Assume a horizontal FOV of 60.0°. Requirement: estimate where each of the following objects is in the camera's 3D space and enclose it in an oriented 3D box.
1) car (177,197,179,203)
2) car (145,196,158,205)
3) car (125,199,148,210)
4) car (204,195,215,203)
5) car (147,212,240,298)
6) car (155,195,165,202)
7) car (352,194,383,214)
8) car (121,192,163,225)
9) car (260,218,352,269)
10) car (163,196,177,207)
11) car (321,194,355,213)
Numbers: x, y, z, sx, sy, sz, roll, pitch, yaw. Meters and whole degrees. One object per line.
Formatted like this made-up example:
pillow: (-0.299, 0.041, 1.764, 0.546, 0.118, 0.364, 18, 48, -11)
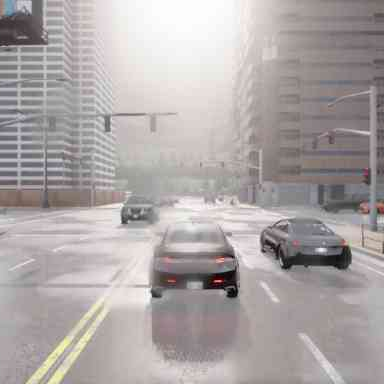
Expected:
car: (-3.630, 1.492, 66.476, 2.128, 1.511, 4.902, 0, 0, 1)
car: (-7.167, 1.526, 59.302, 1.812, 1.442, 4.674, 0, 0, 0)
car: (-7.398, 1.601, 44.749, 1.895, 1.301, 4.718, 0, 0, 5)
car: (3.501, 1.352, 67.012, 2.097, 1.767, 4.553, 0, 0, 0)
car: (0.052, 1.492, 8.497, 2.128, 1.511, 4.902, 0, 0, 0)
car: (-7.112, 1.513, 74.687, 1.812, 1.442, 4.674, 0, 0, 0)
car: (18.968, 1.352, 33.036, 4.553, 1.767, 2.097, 0, 0, 0)
car: (-3.637, 1.221, 24.188, 2.150, 2.045, 5.566, 0, 0, 0)
car: (3.563, 1.564, 11.149, 1.994, 1.385, 4.181, 0, 0, 0)
car: (-3.671, 1.601, 49.582, 1.895, 1.301, 4.718, 0, 0, 0)
car: (17.143, 1.221, 36.556, 5.566, 2.045, 2.150, 0, 0, 0)
